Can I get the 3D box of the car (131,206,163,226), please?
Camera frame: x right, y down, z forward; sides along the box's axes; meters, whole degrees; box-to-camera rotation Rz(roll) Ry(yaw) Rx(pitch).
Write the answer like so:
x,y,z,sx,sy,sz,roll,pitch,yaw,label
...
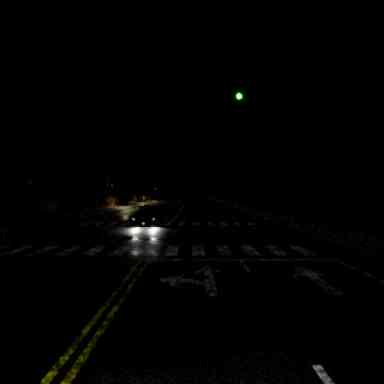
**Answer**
x,y,z,sx,sy,sz,roll,pitch,yaw,label
-3.230,1.719,24.772,2.033,1.411,5.357,0,0,0,car
